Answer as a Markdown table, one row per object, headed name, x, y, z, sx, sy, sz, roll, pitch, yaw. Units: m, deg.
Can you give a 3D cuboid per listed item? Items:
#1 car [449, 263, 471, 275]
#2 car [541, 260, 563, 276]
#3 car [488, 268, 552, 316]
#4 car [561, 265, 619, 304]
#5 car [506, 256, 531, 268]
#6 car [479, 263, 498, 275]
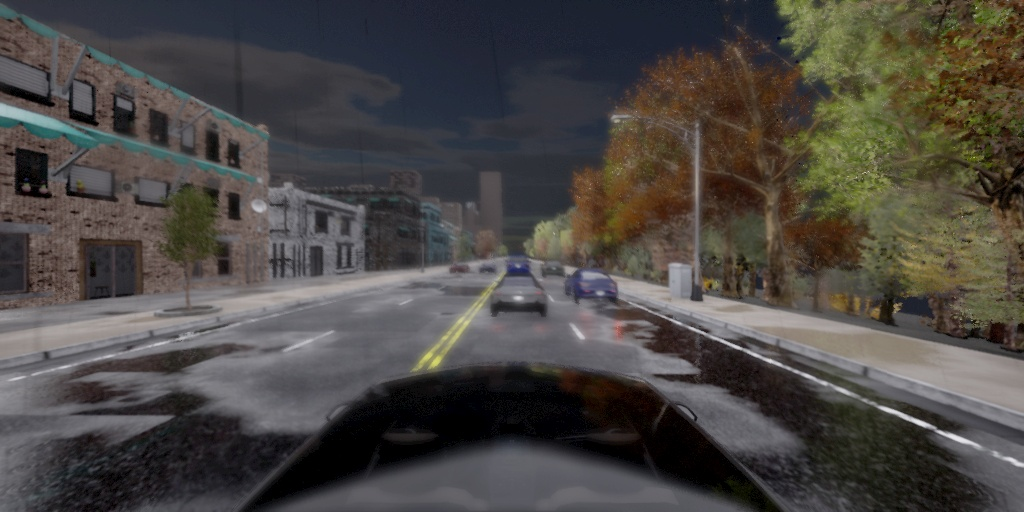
| name | x | y | z | sx | sy | sz | roll | pitch | yaw |
| --- | --- | --- | --- | --- | --- | --- | --- | --- | --- |
| car | -5.922 | 1.432 | 40.996 | 1.895 | 1.301 | 4.718 | 0 | 0 | 1 |
| car | 3.909 | 1.178 | 34.810 | 2.097 | 1.767 | 4.553 | 0 | 0 | 1 |
| car | 0.264 | 1.341 | 13.577 | 1.994 | 1.385 | 4.181 | 0 | 0 | 1 |
| car | 3.577 | 1.310 | 16.536 | 1.812 | 1.442 | 4.674 | 0 | 0 | 1 |
| car | 0.650 | 1.043 | 34.234 | 2.150 | 2.045 | 5.566 | 0 | 0 | 1 |
| car | -2.673 | 1.434 | 40.937 | 1.895 | 1.301 | 4.718 | 0 | 0 | 1 |
